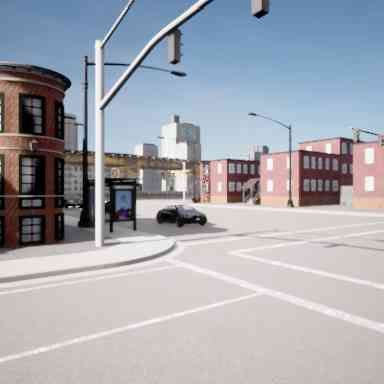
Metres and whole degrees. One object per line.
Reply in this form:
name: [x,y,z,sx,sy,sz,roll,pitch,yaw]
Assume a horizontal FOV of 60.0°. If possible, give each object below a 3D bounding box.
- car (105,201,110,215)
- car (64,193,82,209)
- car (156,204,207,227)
car: [-7.140,1.515,31.869,1.812,1.442,4.674,0,0,-35]
car: [-16.507,1.214,45.174,2.150,2.045,5.566,0,0,-35]
car: [-0.784,1.554,22.901,1.994,1.385,4.181,0,0,-35]
